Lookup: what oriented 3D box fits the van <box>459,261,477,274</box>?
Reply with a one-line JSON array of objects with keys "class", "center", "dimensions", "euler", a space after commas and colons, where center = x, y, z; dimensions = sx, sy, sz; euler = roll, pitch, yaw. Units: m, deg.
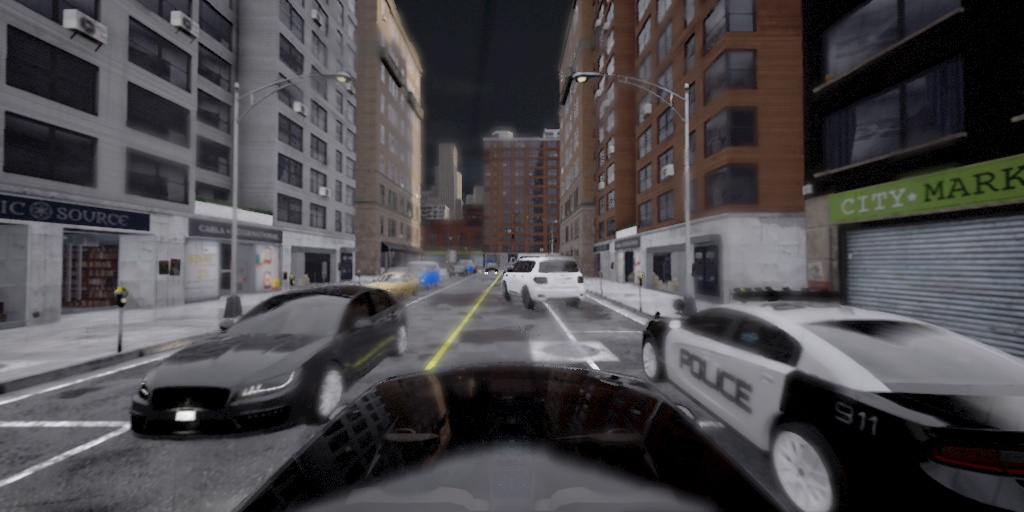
[{"class": "van", "center": [-5.847, 1.473, 45.389], "dimensions": [1.690, 1.789, 3.998], "euler": [0, 0, 0]}]

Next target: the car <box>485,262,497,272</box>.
[{"class": "car", "center": [-2.996, 1.732, 54.472], "dimensions": [1.837, 1.490, 4.892], "euler": [0, -1, 0]}]

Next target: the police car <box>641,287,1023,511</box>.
[{"class": "police car", "center": [3.135, 1.193, 4.292], "dimensions": [1.930, 1.638, 5.238], "euler": [0, 0, 0]}]

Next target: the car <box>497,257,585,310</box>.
[{"class": "car", "center": [1.158, 1.077, 15.656], "dimensions": [2.150, 2.045, 5.566], "euler": [0, 0, -16]}]

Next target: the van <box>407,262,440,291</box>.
[{"class": "van", "center": [-5.852, 1.264, 23.462], "dimensions": [1.690, 1.789, 3.998], "euler": [0, 0, 0]}]

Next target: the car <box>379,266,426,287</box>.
[{"class": "car", "center": [-5.853, 1.400, 17.810], "dimensions": [1.751, 1.417, 4.829], "euler": [0, 0, 0]}]

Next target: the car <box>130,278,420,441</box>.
[{"class": "car", "center": [-3.099, 1.284, 5.837], "dimensions": [1.837, 1.490, 4.892], "euler": [0, 0, 0]}]

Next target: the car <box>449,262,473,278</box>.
[{"class": "car", "center": [-5.848, 1.644, 39.906], "dimensions": [1.948, 1.339, 4.313], "euler": [0, 0, 0]}]
